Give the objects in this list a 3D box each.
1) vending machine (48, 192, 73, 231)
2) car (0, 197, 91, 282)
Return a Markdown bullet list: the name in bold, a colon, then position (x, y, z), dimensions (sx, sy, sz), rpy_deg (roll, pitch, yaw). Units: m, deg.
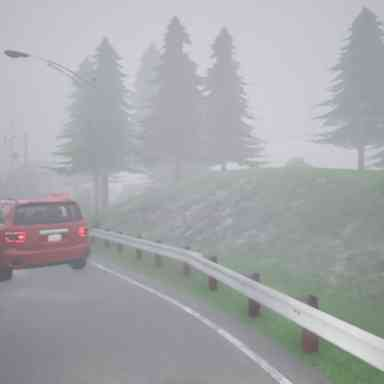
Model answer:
- **vending machine**: position (-7.531, 1.079, 19.008), dimensions (1.100, 2.100, 0.880), rpy_deg (-1, 1, -37)
- **car**: position (-4.916, 1.177, 10.030), dimensions (2.150, 2.045, 5.566), rpy_deg (-1, 1, -38)
